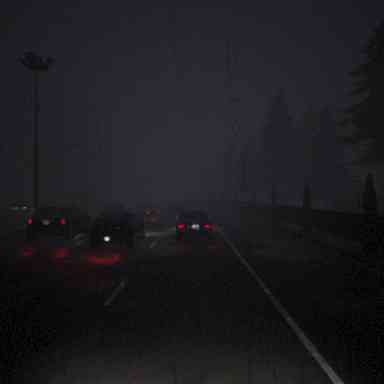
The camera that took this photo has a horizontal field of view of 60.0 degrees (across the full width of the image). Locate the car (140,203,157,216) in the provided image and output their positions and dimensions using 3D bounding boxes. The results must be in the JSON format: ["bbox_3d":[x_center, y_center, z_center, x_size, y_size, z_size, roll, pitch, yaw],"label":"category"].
[{"bbox_3d":[-4.977,1.897,36.815,1.895,1.301,4.718,0,0,-9],"label":"car"}]

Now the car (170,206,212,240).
[{"bbox_3d":[0.075,1.693,18.057,2.033,1.411,5.357,0,0,-1],"label":"car"}]

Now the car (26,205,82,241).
[{"bbox_3d":[-6.934,1.497,17.870,2.097,1.767,4.553,0,0,-1],"label":"car"}]

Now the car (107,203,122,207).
[{"bbox_3d":[-8.518,1.898,36.818,1.895,1.301,4.718,0,0,-10],"label":"car"}]

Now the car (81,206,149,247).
[{"bbox_3d":[-3.409,1.632,15.702,1.837,1.490,4.892,0,0,0],"label":"car"}]

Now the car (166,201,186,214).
[{"bbox_3d":[-1.918,1.795,39.360,1.882,1.535,5.008,0,0,-10],"label":"car"}]
